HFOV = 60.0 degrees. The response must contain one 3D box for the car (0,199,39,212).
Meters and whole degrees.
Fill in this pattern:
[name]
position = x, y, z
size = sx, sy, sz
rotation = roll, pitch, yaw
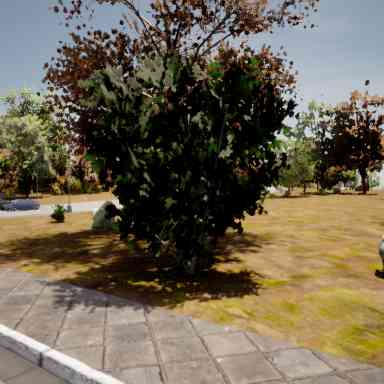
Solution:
[car]
position = -20.352, 1.526, 39.282
size = 1.994, 1.385, 4.181
rotation = 0, 1, 39
